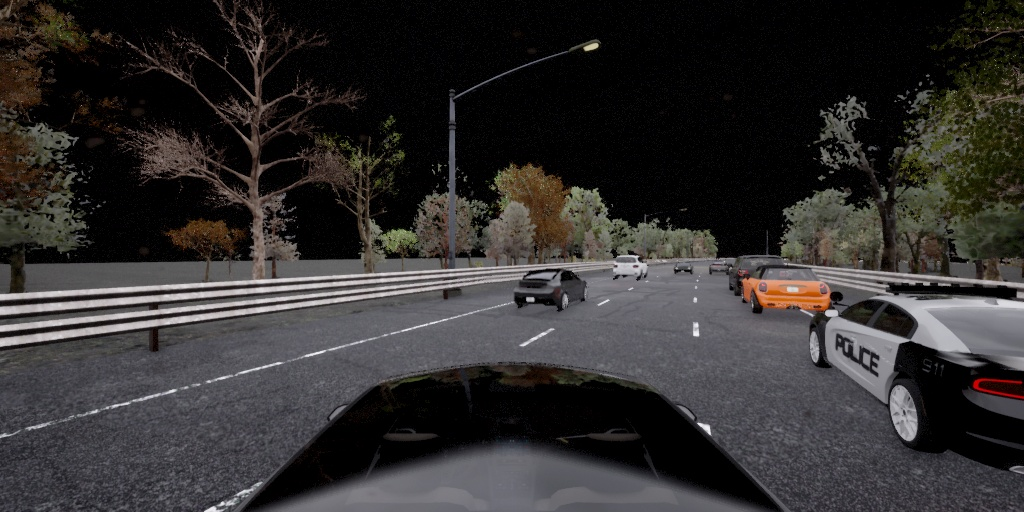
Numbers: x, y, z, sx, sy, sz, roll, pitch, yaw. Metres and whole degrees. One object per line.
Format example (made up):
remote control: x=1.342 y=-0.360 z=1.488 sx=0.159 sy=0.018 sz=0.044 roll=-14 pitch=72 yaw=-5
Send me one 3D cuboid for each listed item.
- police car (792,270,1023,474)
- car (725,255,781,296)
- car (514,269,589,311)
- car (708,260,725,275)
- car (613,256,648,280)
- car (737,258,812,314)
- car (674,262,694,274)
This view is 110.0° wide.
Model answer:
police car: x=5.634 y=1.175 z=4.739 sx=1.930 sy=1.638 sz=5.238 roll=0 pitch=0 yaw=26
car: x=12.749 y=0.978 z=18.756 sx=2.150 sy=2.045 sz=5.566 roll=0 pitch=0 yaw=27
car: x=1.738 y=1.256 z=14.664 sx=1.837 sy=1.490 sz=4.892 roll=0 pitch=0 yaw=27
car: x=22.660 y=1.262 z=39.252 sx=2.128 sy=1.511 sz=4.902 roll=0 pitch=0 yaw=30
car: x=10.357 y=0.983 z=31.197 sx=2.150 sy=2.045 sz=5.566 roll=0 pitch=0 yaw=28
car: x=10.006 y=1.102 z=13.437 sx=2.097 sy=1.767 sz=4.553 roll=0 pitch=0 yaw=27
car: x=19.532 y=1.370 z=40.680 sx=1.895 sy=1.301 sz=4.718 roll=0 pitch=0 yaw=29
